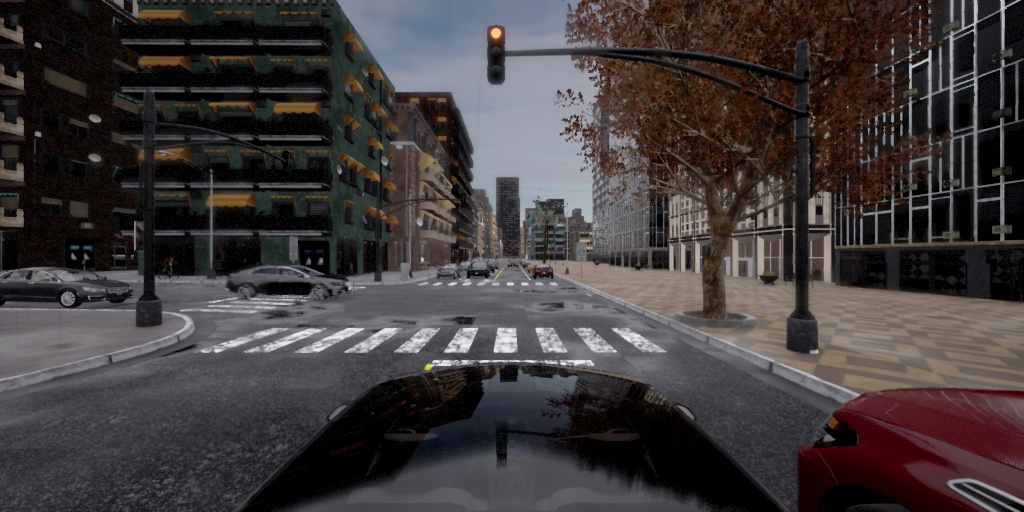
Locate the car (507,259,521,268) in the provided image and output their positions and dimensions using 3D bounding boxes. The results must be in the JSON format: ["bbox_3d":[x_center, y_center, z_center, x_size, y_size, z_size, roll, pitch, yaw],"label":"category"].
[{"bbox_3d":[0.167,1.391,63.002,1.895,1.301,4.718,0,0,0],"label":"car"}]

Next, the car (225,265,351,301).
[{"bbox_3d":[-9.924,1.154,16.185,4.902,1.511,2.128,2,0,-8],"label":"car"}]

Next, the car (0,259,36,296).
[{"bbox_3d":[-24.362,0.910,15.489,5.008,1.535,1.882,1,0,0],"label":"car"}]

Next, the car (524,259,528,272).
[{"bbox_3d":[2.737,1.293,43.601,1.751,1.417,4.829,0,0,0],"label":"car"}]

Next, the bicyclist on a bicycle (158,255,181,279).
[{"bbox_3d":[-23.144,0.759,24.238,0.582,1.620,1.656,1,0,-1],"label":"bicyclist on a bicycle"}]

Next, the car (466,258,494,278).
[{"bbox_3d":[-3.059,1.237,33.659,1.882,1.535,5.008,0,0,0],"label":"car"}]

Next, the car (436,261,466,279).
[{"bbox_3d":[-5.655,1.309,32.375,2.007,1.370,4.403,0,0,0],"label":"car"}]

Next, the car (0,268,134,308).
[{"bbox_3d":[-16.422,1.090,12.970,4.403,1.370,2.007,0,0,-1],"label":"car"}]

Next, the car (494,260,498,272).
[{"bbox_3d":[-3.035,1.369,43.683,1.895,1.301,4.718,0,0,0],"label":"car"}]

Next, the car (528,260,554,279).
[{"bbox_3d":[2.725,1.304,32.365,1.888,1.381,4.507,0,0,0],"label":"car"}]

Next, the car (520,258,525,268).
[{"bbox_3d":[2.755,1.368,60.028,1.802,1.307,4.207,0,0,0],"label":"car"}]
